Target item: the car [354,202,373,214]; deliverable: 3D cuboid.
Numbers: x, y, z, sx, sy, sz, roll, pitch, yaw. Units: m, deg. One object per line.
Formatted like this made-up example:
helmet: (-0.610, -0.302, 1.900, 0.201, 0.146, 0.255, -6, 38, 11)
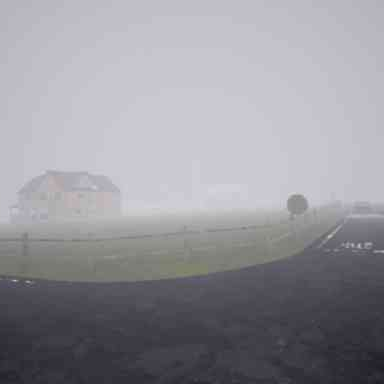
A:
car: (20.153, 1.787, 39.205, 1.895, 1.301, 4.718, -3, -2, 27)
